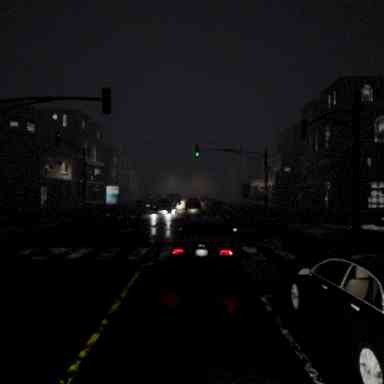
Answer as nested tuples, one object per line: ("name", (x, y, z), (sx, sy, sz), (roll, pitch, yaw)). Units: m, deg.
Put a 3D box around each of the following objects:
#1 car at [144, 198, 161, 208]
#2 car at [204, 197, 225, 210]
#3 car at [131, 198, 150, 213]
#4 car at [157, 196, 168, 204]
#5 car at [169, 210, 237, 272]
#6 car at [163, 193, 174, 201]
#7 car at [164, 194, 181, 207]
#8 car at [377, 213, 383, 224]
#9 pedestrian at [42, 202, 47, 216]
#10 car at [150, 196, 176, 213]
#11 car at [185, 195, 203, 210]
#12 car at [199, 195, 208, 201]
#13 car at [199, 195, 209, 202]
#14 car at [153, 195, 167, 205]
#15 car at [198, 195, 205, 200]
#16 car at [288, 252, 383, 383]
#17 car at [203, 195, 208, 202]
("car", (-5.686, 1.526, 48.212), (2.008, 1.369, 4.403), (0, 0, 0))
("car", (2.695, 1.546, 37.155), (1.947, 1.339, 4.313), (0, 0, 0))
("car", (-5.686, 1.562, 37.169), (1.802, 1.307, 4.206), (0, 0, 0))
("car", (-5.685, 1.495, 64.608), (1.752, 1.417, 4.829), (0, 0, 0))
("car", (0.474, 1.542, 10.745), (2.033, 1.411, 5.357), (0, 0, 5))
("car", (-5.684, 1.281, 81.345), (2.192, 1.841, 5.009), (0, 0, 0))
("car", (-3.065, 1.467, 46.558), (2.128, 1.511, 4.902), (0, 0, 0))
("car", (14.811, 1.636, 22.341), (4.181, 1.385, 1.994), (0, 0, 1))
("pedestrian", (-12.551, 1.395, 28.301), (0.375, 1.300, 0.375), (0, -1, 1))
("car", (-3.108, 1.507, 36.206), (1.812, 1.442, 4.674), (0, 0, 1))
("car", (0.099, 1.456, 41.238), (1.882, 1.535, 5.008), (0, 0, 0))
("car", (2.696, 1.516, 81.331), (2.008, 1.369, 4.403), (0, 0, 0))
("car", (2.696, 1.407, 75.808), (1.967, 1.590, 4.097), (0, 0, 0))
("car", (-5.685, 1.411, 59.256), (1.967, 1.590, 4.097), (0, 0, 0))
("car", (2.696, 1.546, 92.373), (1.802, 1.307, 4.206), (0, 0, 0))
("car", (2.695, 1.548, 4.765), (2.008, 1.369, 4.403), (0, 0, 0))
("car", (2.695, 1.557, 48.198), (1.802, 1.307, 4.206), (0, 0, 0))
